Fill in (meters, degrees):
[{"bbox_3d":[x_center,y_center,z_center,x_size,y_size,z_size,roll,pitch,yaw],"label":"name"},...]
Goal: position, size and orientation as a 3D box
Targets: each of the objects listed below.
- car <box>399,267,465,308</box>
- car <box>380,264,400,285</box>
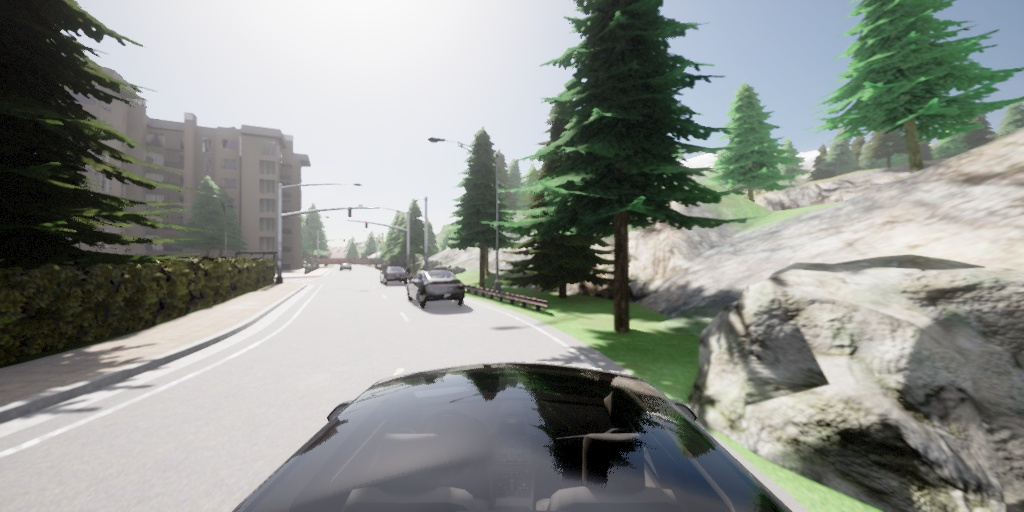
[{"bbox_3d":[-3.588,1.393,16.380,2.128,1.511,4.902,0,-1,-25],"label":"car"},{"bbox_3d":[-9.796,1.593,29.698,2.033,1.411,5.357,0,-1,-25],"label":"car"}]
